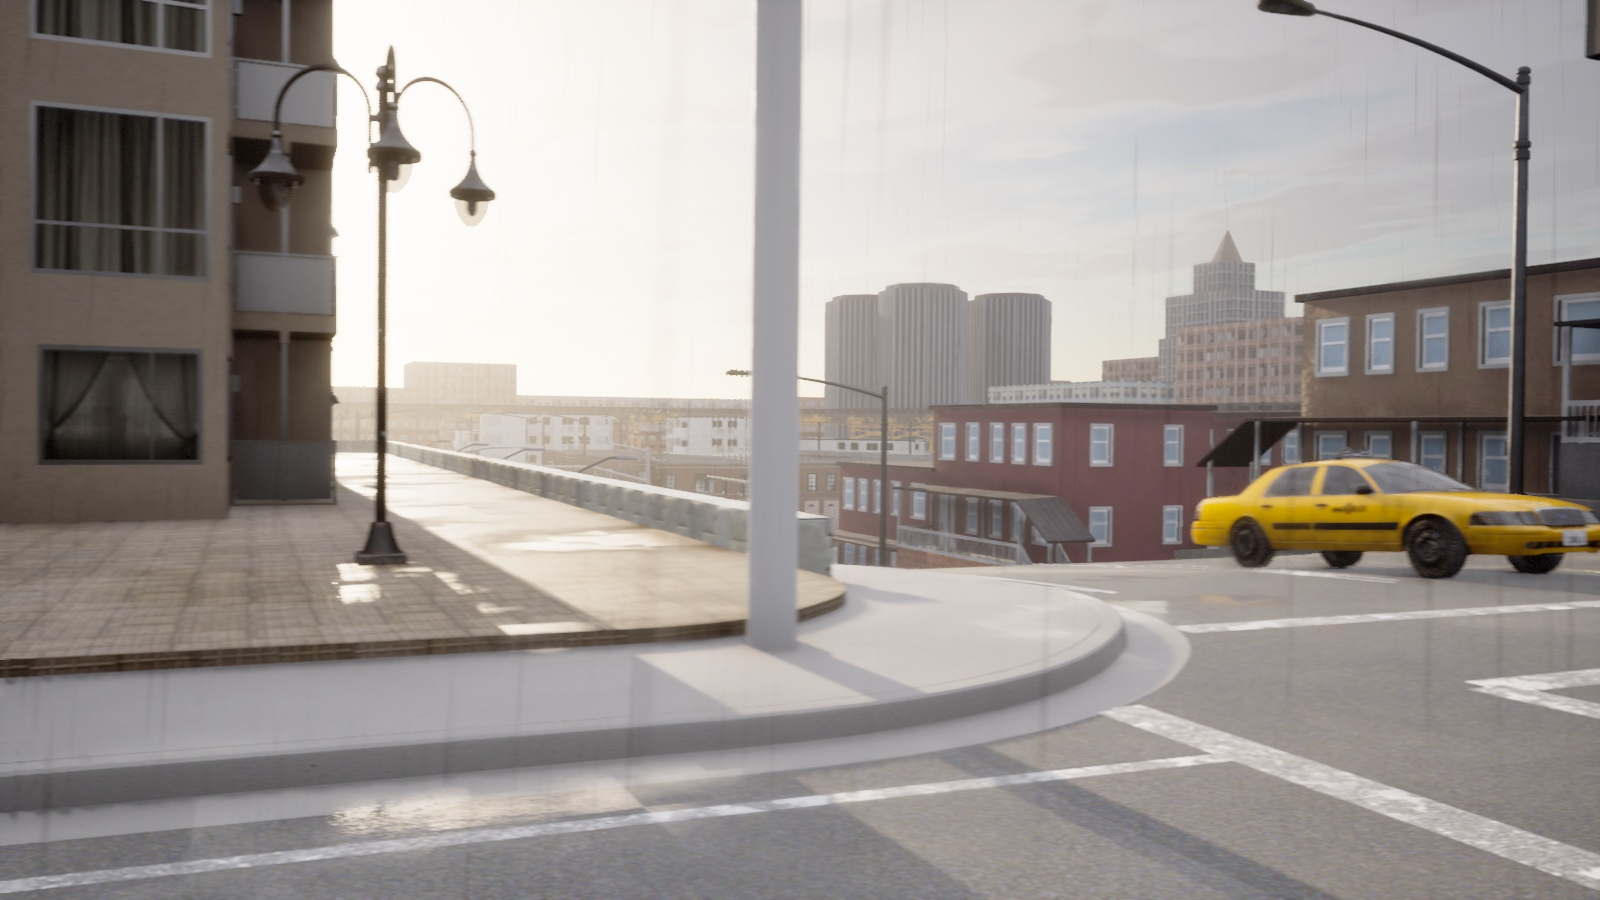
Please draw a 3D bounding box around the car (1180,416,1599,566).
[{"bbox_3d":[7.390,0.587,16.064,1.801,1.575,5.366,-1,-3,-22],"label":"car"}]
